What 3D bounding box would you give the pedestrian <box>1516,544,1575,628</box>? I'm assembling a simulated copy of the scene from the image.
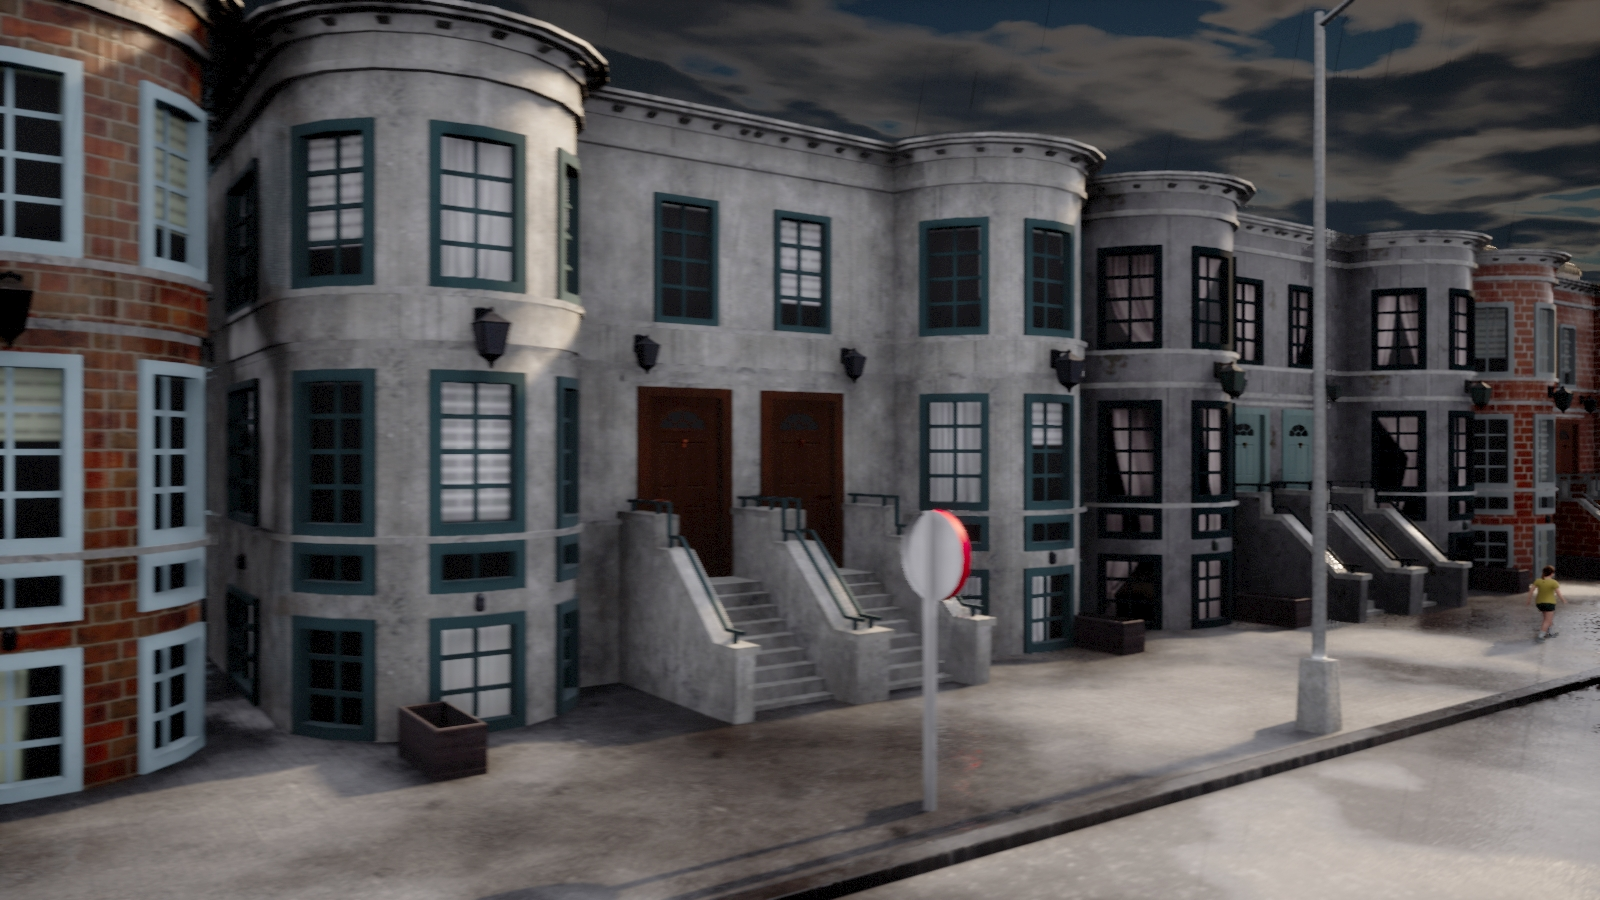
[{"bbox_3d":[10.475,1.905,16.067,0.500,1.100,0.500,0,0,-22],"label":"pedestrian"}]
